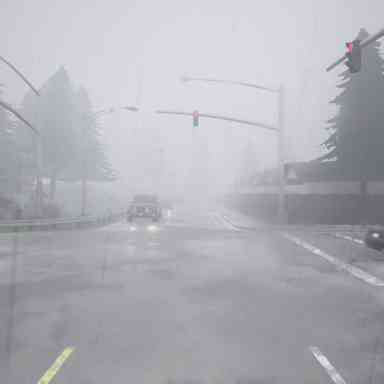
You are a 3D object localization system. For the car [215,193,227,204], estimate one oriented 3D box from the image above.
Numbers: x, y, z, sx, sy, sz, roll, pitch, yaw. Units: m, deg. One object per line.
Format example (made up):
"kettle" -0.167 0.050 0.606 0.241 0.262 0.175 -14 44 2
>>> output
"car" 6.889 1.206 60.906 5.566 2.045 2.150 0 0 -22

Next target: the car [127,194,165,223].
"car" -3.613 1.221 26.101 2.150 2.045 5.566 0 0 0

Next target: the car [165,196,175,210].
"car" -3.558 1.507 42.832 1.837 1.490 4.892 0 -1 1

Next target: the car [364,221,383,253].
"car" 7.891 1.368 10.683 4.181 1.385 1.994 0 0 0

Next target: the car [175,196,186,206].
"car" -2.583 1.491 56.145 1.837 1.490 4.892 0 1 22
